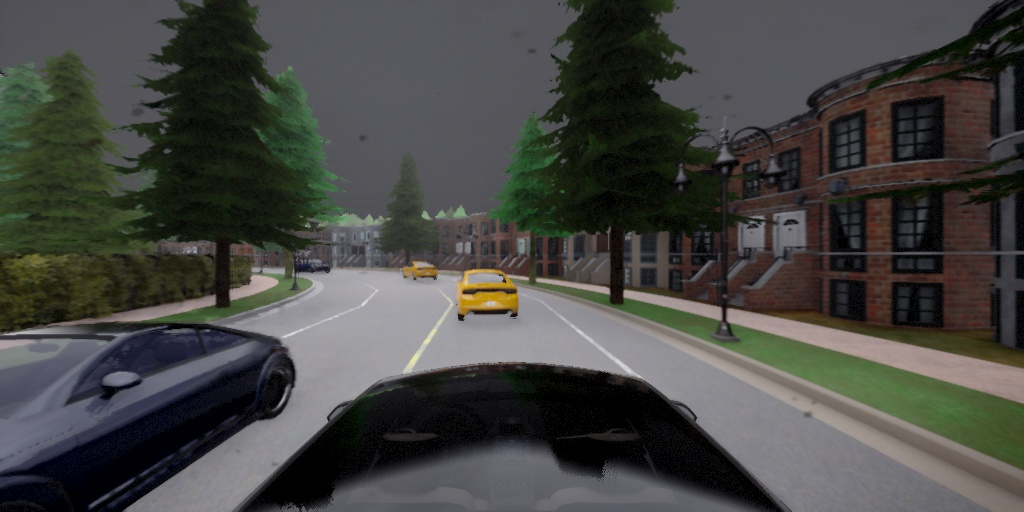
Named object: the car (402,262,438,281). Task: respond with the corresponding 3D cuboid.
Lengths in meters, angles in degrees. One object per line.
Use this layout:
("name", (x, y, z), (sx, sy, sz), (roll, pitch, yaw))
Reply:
("car", (-7.768, 1.199, 29.897), (1.882, 1.535, 5.008), (0, 0, -31))

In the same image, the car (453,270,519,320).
("car", (-1.039, 1.216, 12.787), (1.882, 1.535, 5.008), (0, 0, -10))

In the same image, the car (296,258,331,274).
("car", (-22.447, 1.066, 40.568), (4.553, 1.767, 2.097), (0, 0, 36))

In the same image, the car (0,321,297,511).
("car", (-3.786, 1.314, 3.032), (1.994, 1.385, 4.181), (0, 0, -2))
